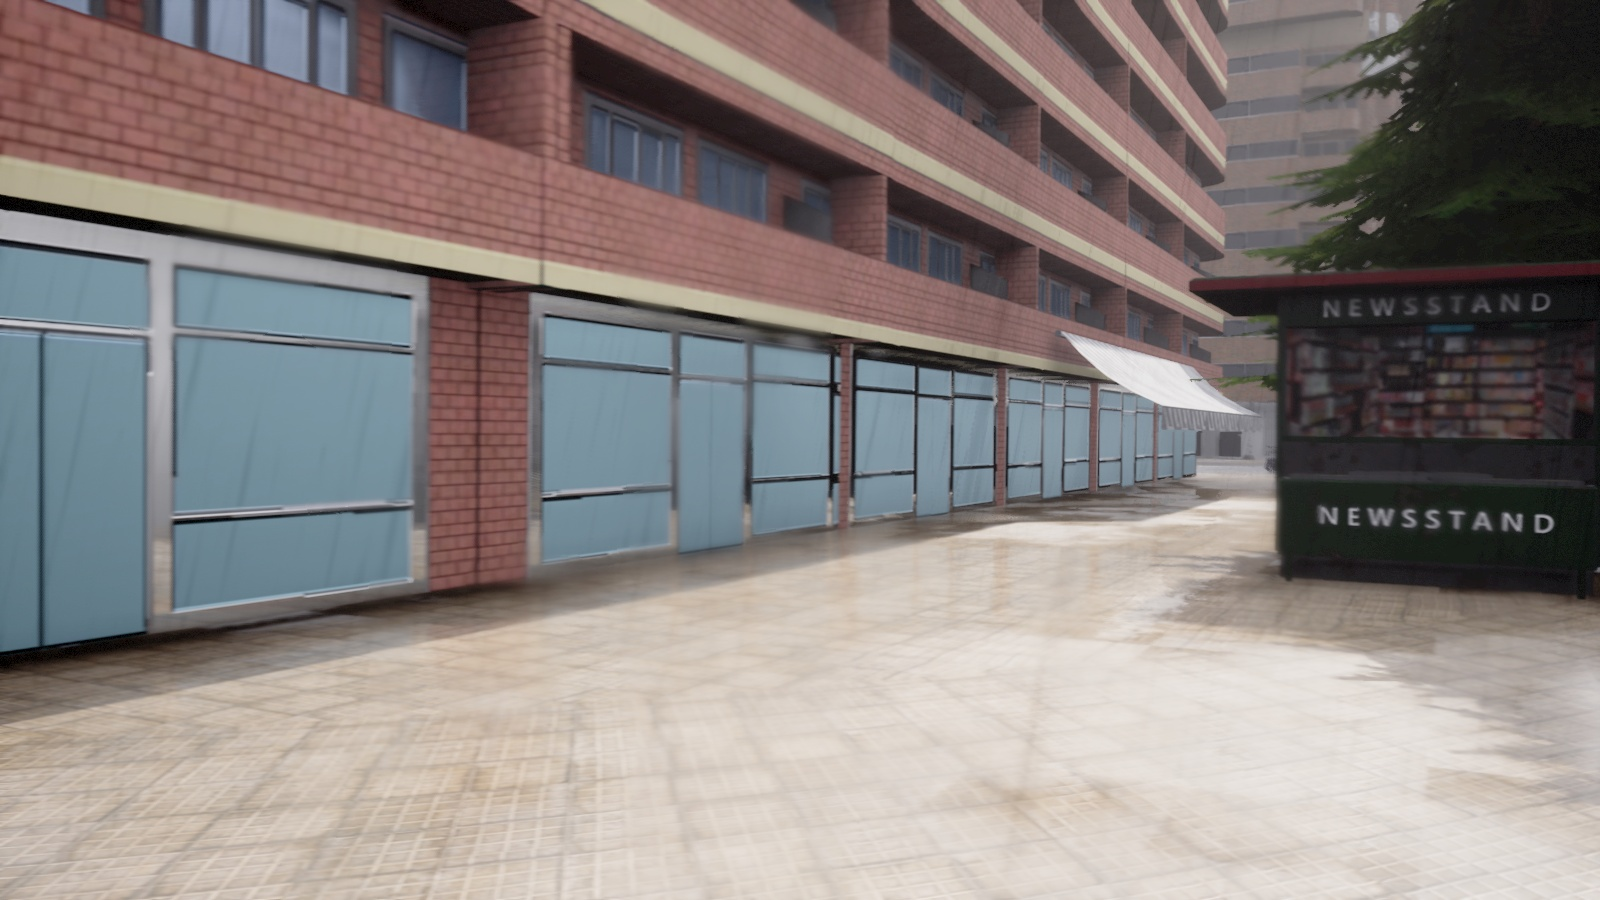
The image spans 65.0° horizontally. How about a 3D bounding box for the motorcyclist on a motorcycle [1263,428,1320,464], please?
[{"bbox_3d":[21.208,-0.171,54.149,2.191,1.530,0.866,0,1,28],"label":"motorcyclist on a motorcycle"}]
